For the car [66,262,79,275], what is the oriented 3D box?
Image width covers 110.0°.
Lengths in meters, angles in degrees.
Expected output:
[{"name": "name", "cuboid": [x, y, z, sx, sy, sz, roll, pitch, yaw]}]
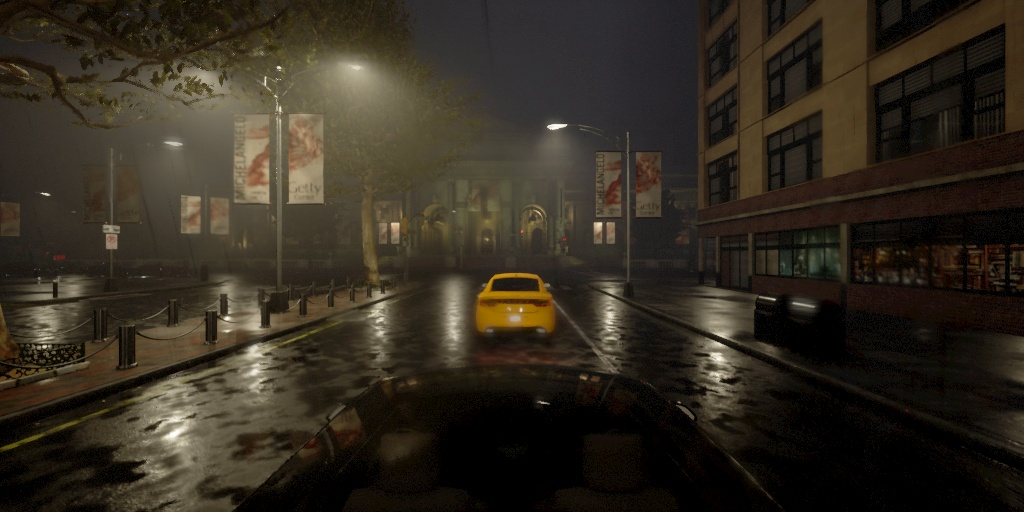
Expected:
[{"name": "car", "cuboid": [-47.010, 1.297, 38.344, 5.357, 1.411, 2.033, 0, 0, 0]}]

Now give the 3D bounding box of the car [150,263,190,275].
[{"name": "car", "cuboid": [-37.404, 1.351, 38.290, 4.718, 1.301, 1.895, 0, 0, 0]}]

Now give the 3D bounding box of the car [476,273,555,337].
[{"name": "car", "cuboid": [0.119, 1.228, 10.350, 1.882, 1.535, 5.008, 0, 0, 1]}]

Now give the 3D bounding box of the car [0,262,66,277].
[{"name": "car", "cuboid": [-47.082, 1.276, 34.831, 4.674, 1.442, 1.812, 0, 0, 0]}]

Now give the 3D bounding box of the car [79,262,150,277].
[{"name": "car", "cuboid": [-38.513, 1.314, 34.793, 4.181, 1.385, 1.994, 0, 0, 0]}]
